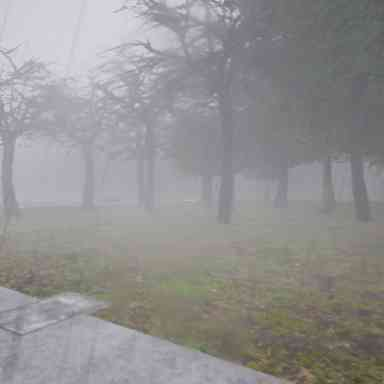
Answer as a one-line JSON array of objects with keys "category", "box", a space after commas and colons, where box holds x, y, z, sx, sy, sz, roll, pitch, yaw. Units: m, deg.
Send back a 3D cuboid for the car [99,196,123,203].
[{"category": "car", "box": [-16.743, 1.469, 69.187, 2.033, 1.411, 5.357, -1, -1, 35]}]
